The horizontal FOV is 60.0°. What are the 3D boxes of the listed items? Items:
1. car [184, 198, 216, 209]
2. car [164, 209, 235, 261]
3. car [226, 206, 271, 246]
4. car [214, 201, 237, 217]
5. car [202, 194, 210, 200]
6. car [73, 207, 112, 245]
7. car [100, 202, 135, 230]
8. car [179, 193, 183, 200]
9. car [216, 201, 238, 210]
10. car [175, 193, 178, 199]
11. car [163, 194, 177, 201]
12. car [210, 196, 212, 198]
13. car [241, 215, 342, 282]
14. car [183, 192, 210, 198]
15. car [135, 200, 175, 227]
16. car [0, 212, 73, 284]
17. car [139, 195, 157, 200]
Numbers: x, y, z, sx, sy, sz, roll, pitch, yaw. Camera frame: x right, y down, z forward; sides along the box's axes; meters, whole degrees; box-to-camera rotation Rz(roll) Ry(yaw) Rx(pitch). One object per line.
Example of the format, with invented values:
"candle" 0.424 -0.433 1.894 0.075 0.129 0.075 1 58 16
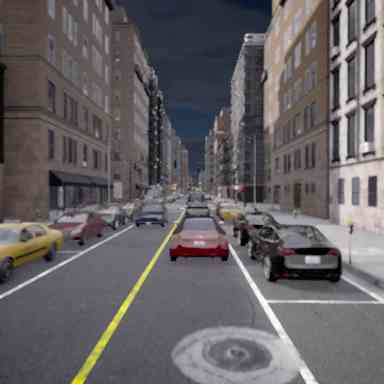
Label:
"car" 0.435 1.446 25.631 2.128 1.511 4.902 0 0 1
"car" 0.250 1.544 12.224 1.994 1.385 4.181 0 0 1
"car" 2.827 1.552 14.994 1.947 1.339 4.313 0 0 1
"car" 3.050 1.536 31.231 1.802 1.307 4.206 0 0 1
"car" 3.864 1.260 90.374 1.967 1.590 4.097 0 0 1
"car" -5.197 1.541 15.114 1.802 1.307 4.206 0 0 1
"car" -5.123 1.500 20.526 2.008 1.369 4.403 0 0 1
"car" -4.161 1.359 90.491 1.947 1.339 4.313 0 0 1
"car" 2.978 1.490 25.989 1.752 1.417 4.829 0 0 1
"car" -4.461 1.392 68.677 1.887 1.381 4.507 0 0 1
"car" -4.536 1.410 63.223 2.008 1.369 4.403 0 0 1
"car" 3.714 1.288 79.466 1.967 1.590 4.097 0 0 1
"car" 2.753 1.560 9.582 1.947 1.339 4.313 0 0 1
"car" 0.475 1.158 35.555 2.150 2.045 5.566 0 0 1
"car" -2.552 1.501 22.445 2.033 1.411 5.357 0 0 1
"car" -5.274 1.493 9.531 1.752 1.417 4.829 0 0 1
"car" -4.899 1.230 36.762 2.192 1.841 5.009 0 0 1
